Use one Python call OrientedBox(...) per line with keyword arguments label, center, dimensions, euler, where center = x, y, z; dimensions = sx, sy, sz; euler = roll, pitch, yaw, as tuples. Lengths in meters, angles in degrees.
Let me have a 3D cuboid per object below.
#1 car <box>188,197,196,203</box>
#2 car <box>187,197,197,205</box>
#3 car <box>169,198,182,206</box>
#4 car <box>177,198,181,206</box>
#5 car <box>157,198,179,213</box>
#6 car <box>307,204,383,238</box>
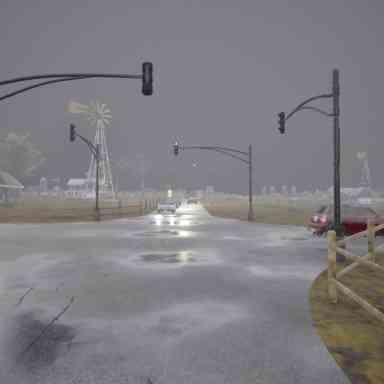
OrientedBox(label="car", center=(-0.056, 1.850, 77.923), dimensions=(1.812, 1.442, 4.674), euler=(0, 0, 0))
OrientedBox(label="car", center=(0.048, 1.775, 67.165), dimensions=(1.812, 1.442, 4.674), euler=(0, -1, 0))
OrientedBox(label="car", center=(-2.854, 1.746, 59.191), dimensions=(2.033, 1.411, 5.357), euler=(0, 0, 0))
OrientedBox(label="car", center=(-2.869, 1.644, 48.626), dimensions=(1.837, 1.490, 4.892), euler=(0, 0, 0))
OrientedBox(label="car", center=(-2.873, 1.691, 38.243), dimensions=(1.895, 1.301, 4.718), euler=(0, 0, 0))
OrientedBox(label="car", center=(8.358, 1.446, 16.808), dimensions=(4.553, 1.767, 2.097), euler=(1, -2, 0))
